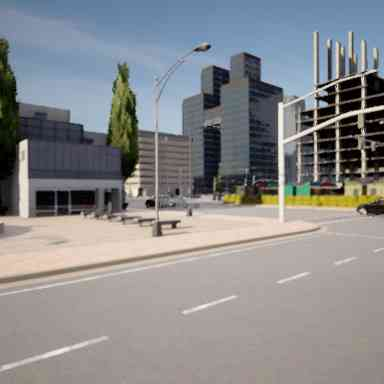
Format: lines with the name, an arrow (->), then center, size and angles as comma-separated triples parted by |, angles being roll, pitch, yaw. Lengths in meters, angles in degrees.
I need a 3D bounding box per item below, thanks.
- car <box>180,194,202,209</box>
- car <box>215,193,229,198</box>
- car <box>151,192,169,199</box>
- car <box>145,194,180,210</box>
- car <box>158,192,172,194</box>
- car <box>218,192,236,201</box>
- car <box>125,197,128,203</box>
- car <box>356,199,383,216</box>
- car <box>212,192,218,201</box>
car -> -0.795, 1.394, 43.420 | 1.812, 1.442, 4.674 | -1, 0, -39
car -> 8.561, 1.043, 94.265 | 3.806, 1.475, 1.970 | -1, 0, -40
car -> -8.397, 0.929, 87.406 | 4.605, 1.855, 1.932 | -1, 0, -40
car -> -4.084, 1.385, 41.915 | 2.128, 1.511, 4.902 | -1, 0, -38
car -> -6.584, 0.928, 85.149 | 3.866, 1.878, 1.905 | -1, 0, -40
car -> 7.866, 1.131, 67.878 | 3.806, 1.475, 1.970 | -1, 0, -40
car -> -13.510, 1.140, 59.607 | 2.150, 2.045, 5.566 | -1, 0, -38
car -> 16.022, 1.318, 27.467 | 1.837, 1.490, 4.892 | 1, -1, -24
car -> 6.018, 0.896, 70.107 | 3.866, 1.878, 1.905 | -1, 0, -40
